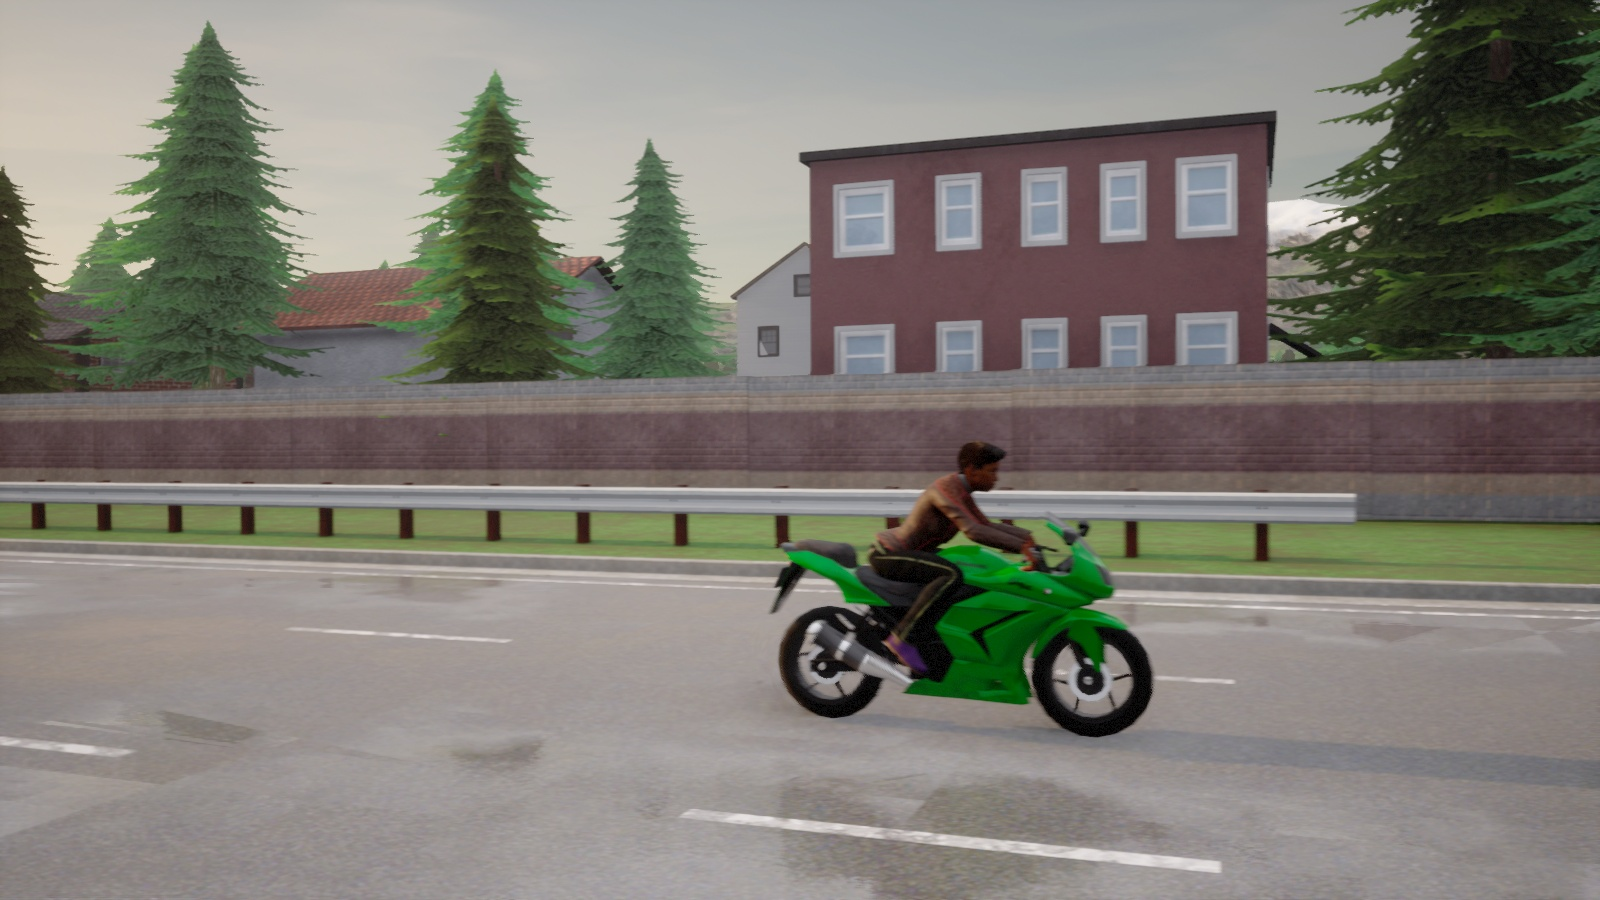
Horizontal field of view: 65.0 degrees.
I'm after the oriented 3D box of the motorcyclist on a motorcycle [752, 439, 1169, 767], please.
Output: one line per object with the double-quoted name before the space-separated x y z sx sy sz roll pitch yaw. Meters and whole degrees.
"motorcyclist on a motorcycle" 0.848 0.714 6.596 2.044 1.523 0.797 1 1 19
